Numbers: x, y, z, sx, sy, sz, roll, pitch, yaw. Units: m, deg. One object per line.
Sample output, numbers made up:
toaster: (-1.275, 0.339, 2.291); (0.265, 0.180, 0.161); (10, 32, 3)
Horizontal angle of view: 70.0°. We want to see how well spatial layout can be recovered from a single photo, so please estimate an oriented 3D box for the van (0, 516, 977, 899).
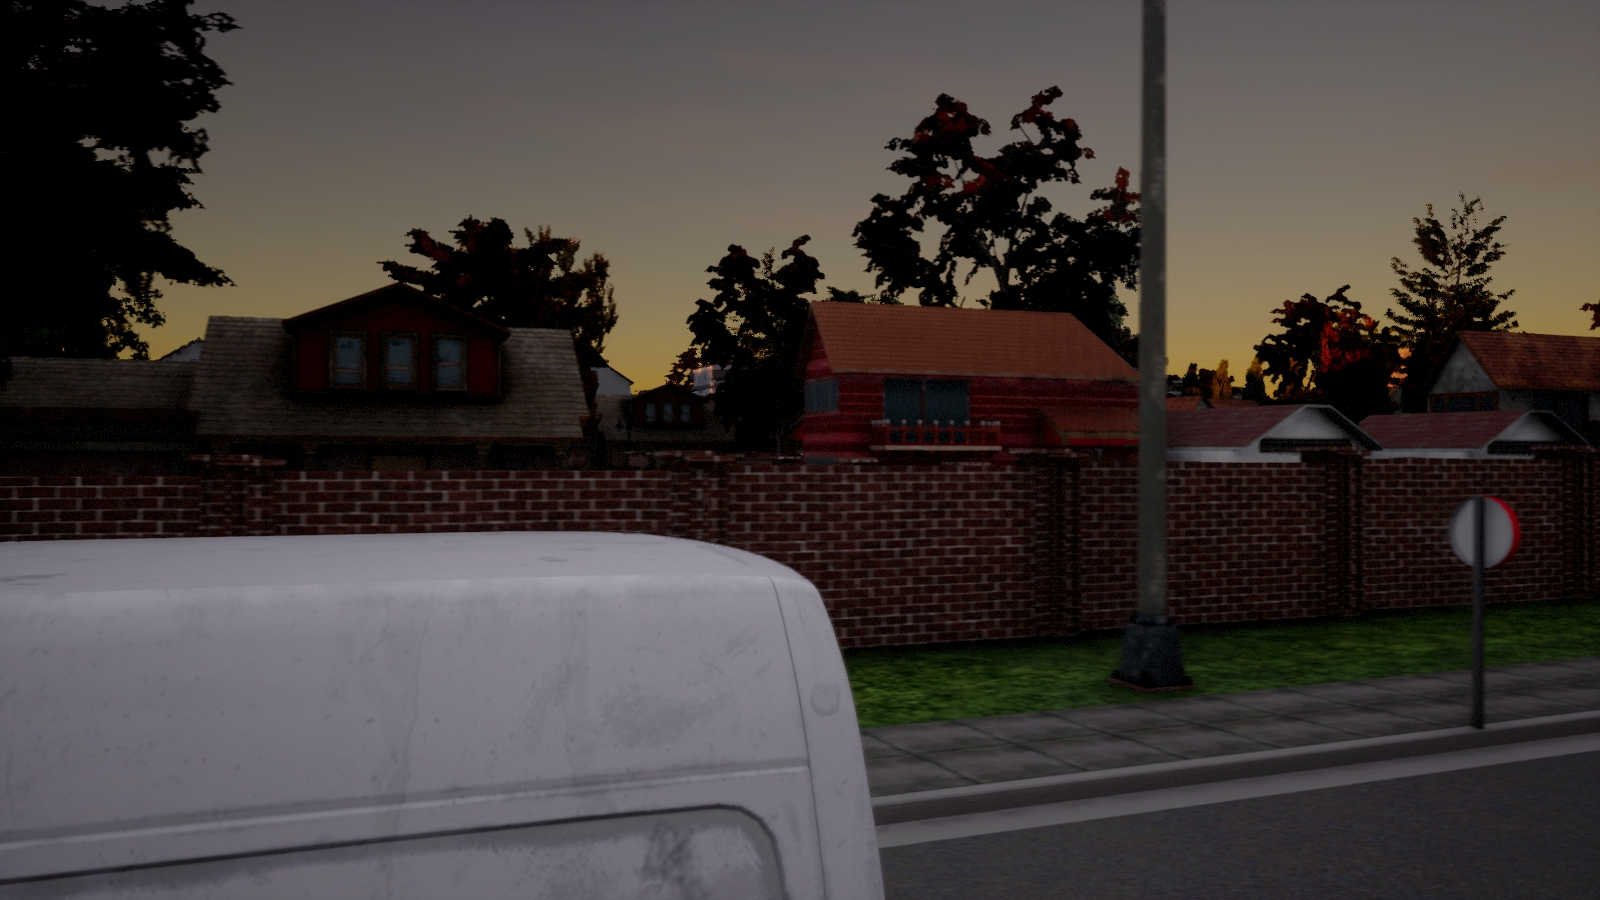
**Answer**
van: (-2.755, 1.518, 2.292); (5.915, 2.561, 1.988); (0, 0, -20)
